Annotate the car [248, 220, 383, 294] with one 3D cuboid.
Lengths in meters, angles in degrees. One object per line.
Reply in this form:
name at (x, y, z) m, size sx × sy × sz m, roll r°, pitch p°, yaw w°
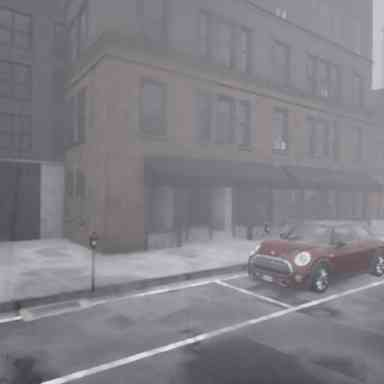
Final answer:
car at (3.403, 1.514, 8.962) m, size 4.097 × 1.590 × 1.967 m, roll 1°, pitch 0°, yaw -36°
